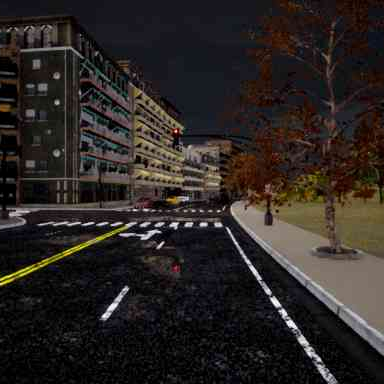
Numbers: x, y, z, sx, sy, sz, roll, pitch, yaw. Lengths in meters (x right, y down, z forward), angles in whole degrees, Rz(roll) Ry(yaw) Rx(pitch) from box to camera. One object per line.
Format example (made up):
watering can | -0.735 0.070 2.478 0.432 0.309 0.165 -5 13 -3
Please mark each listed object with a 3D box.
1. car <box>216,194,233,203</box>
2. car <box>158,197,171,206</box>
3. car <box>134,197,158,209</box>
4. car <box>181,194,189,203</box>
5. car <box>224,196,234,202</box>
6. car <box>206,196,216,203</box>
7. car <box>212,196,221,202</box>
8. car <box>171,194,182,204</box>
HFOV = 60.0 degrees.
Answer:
car | 7.695 1.546 78.274 2.150 2.045 5.566 0 0 11
car | -5.589 1.791 58.236 1.895 1.301 4.718 0 0 8
car | -6.874 1.485 48.237 2.097 1.767 4.553 0 0 7
car | -2.124 1.540 78.818 2.150 2.045 5.566 0 0 10
car | 9.852 1.885 88.684 2.128 1.511 4.902 0 0 13
car | 4.489 1.847 78.817 2.128 1.511 4.902 0 0 11
car | 6.584 1.830 88.965 1.882 1.535 5.008 0 0 13
car | -3.980 1.727 68.410 1.882 1.535 5.008 0 0 9
